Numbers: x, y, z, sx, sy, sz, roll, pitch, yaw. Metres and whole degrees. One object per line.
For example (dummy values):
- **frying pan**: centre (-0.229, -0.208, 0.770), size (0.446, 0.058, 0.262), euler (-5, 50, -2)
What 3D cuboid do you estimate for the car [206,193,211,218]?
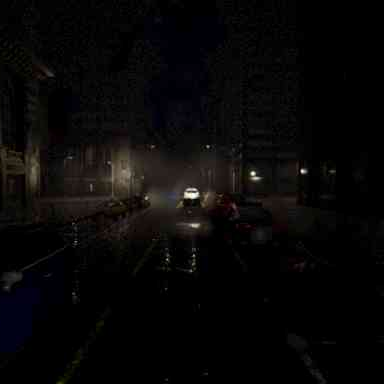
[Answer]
- **car**: centre (2.728, 0.920, 29.475), size (2.192, 1.841, 5.009), euler (0, 1, 0)

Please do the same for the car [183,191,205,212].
- **car**: centre (0.007, 1.003, 36.683), size (2.128, 1.511, 4.902), euler (0, 1, 1)

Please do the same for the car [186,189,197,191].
- **car**: centre (-0.049, 0.577, 49.032), size (2.150, 2.045, 5.566), euler (0, 1, 0)

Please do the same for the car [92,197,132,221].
- **car**: centre (-5.790, 1.206, 23.660), size (1.752, 1.417, 4.829), euler (0, 1, 0)

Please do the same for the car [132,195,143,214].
- **car**: centre (-5.796, 1.187, 29.467), size (1.802, 1.307, 4.206), euler (0, 1, 0)

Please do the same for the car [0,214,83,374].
- **car**: centre (-3.105, 1.290, 4.380), size (2.097, 1.767, 4.553), euler (0, 1, 0)

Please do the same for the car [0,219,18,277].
- **car**: centre (-5.773, 1.454, 6.922), size (2.008, 1.369, 4.403), euler (0, 1, 0)

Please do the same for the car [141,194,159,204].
- **car**: centre (-5.813, 0.939, 46.375), size (2.008, 1.369, 4.403), euler (0, 1, 0)

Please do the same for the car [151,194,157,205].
- **car**: centre (-5.807, 1.026, 40.739), size (1.947, 1.339, 4.313), euler (0, 1, 0)

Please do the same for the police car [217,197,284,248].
- **police car**: centre (2.352, 1.235, 13.932), size (1.930, 1.638, 5.238), euler (0, 1, 0)

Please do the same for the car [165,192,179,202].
- **car**: centre (-3.062, 0.795, 52.056), size (1.882, 1.535, 5.008), euler (0, 0, 0)

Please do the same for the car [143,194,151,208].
- **car**: centre (-5.802, 1.098, 35.103), size (1.947, 1.339, 4.313), euler (0, 1, 0)

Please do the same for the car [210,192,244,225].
- **car**: centre (2.734, 0.993, 23.839), size (2.192, 1.841, 5.009), euler (0, 1, 0)
